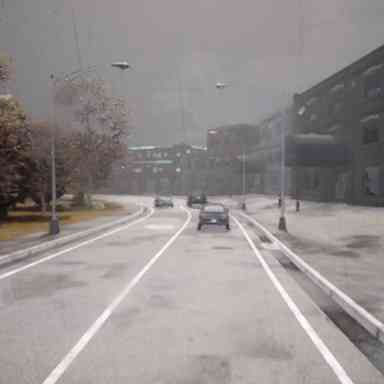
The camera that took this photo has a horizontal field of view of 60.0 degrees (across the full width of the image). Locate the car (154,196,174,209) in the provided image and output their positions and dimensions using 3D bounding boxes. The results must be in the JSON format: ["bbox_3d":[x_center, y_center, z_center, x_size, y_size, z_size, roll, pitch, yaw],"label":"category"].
[{"bbox_3d":[-3.326,1.186,39.146,1.994,1.385,4.181,0,1,-11],"label":"car"}]

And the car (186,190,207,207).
[{"bbox_3d":[0.532,0.781,41.941,2.150,2.045,5.566,0,1,-5],"label":"car"}]

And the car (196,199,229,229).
[{"bbox_3d":[1.335,1.410,20.778,1.812,1.442,4.674,0,1,3],"label":"car"}]
